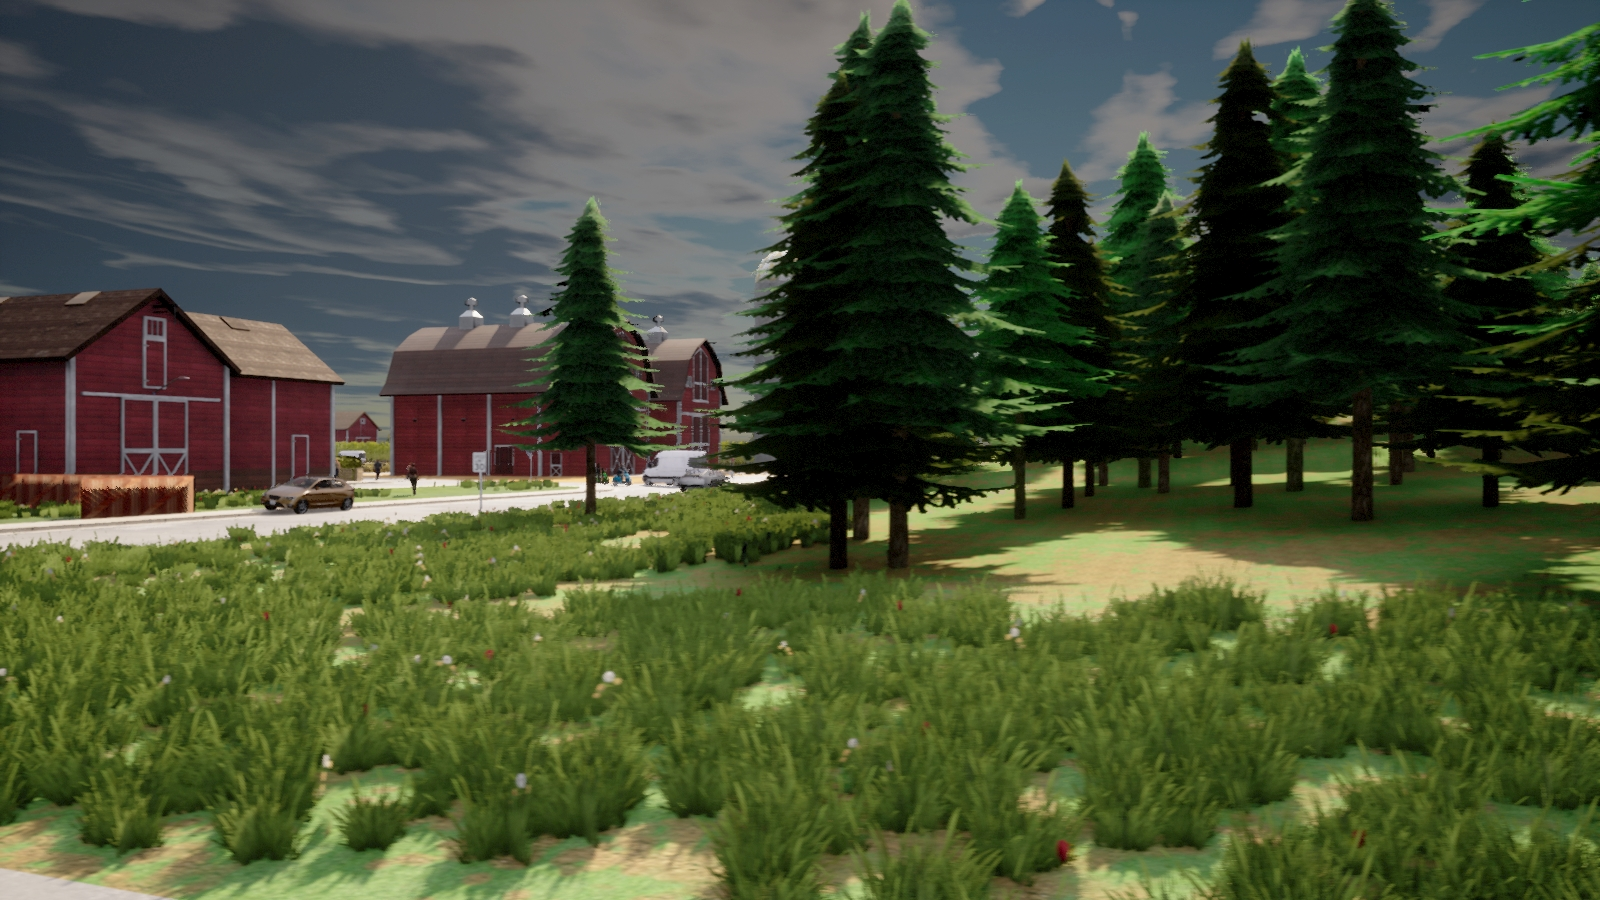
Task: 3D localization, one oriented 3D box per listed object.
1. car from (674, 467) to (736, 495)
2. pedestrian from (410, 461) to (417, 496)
[{"bbox_3d":[-5.864,1.887,70.962,2.128,1.511,4.902,0,0,18],"label":"car"},{"bbox_3d":[-20.730,1.524,61.289,0.375,1.860,0.375,0,0,-20],"label":"pedestrian"}]
